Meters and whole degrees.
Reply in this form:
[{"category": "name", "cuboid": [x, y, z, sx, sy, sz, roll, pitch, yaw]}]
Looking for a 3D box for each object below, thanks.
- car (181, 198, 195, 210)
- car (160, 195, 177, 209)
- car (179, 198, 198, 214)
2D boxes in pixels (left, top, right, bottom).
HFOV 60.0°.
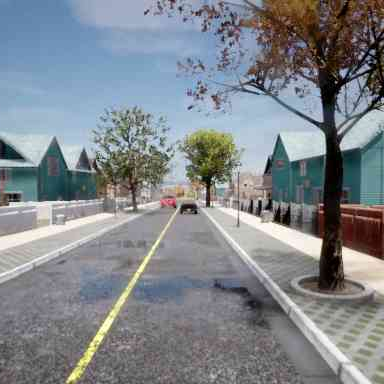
[{"category": "car", "cuboid": [-0.503, 1.644, 46.616, 1.882, 1.535, 5.008, 0, 0, -1]}, {"category": "car", "cuboid": [-3.449, 1.408, 49.320, 2.150, 2.045, 5.566, 0, -1, -1]}, {"category": "car", "cuboid": [-0.359, 1.610, 36.770, 1.837, 1.490, 4.892, 0, 0, -1]}]
